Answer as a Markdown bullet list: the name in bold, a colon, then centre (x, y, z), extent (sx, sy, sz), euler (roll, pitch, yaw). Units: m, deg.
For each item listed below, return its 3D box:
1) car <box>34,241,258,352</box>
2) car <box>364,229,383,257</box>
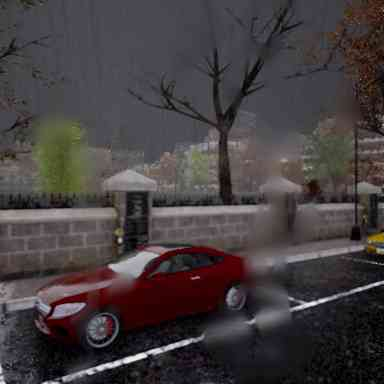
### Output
- **car**: centre (-0.587, 1.615, 6.145), extent (4.206, 1.307, 1.802), euler (1, -1, -36)
- **car**: centre (8.284, 1.680, 12.478), extent (4.829, 1.417, 1.752), euler (1, -1, -36)
